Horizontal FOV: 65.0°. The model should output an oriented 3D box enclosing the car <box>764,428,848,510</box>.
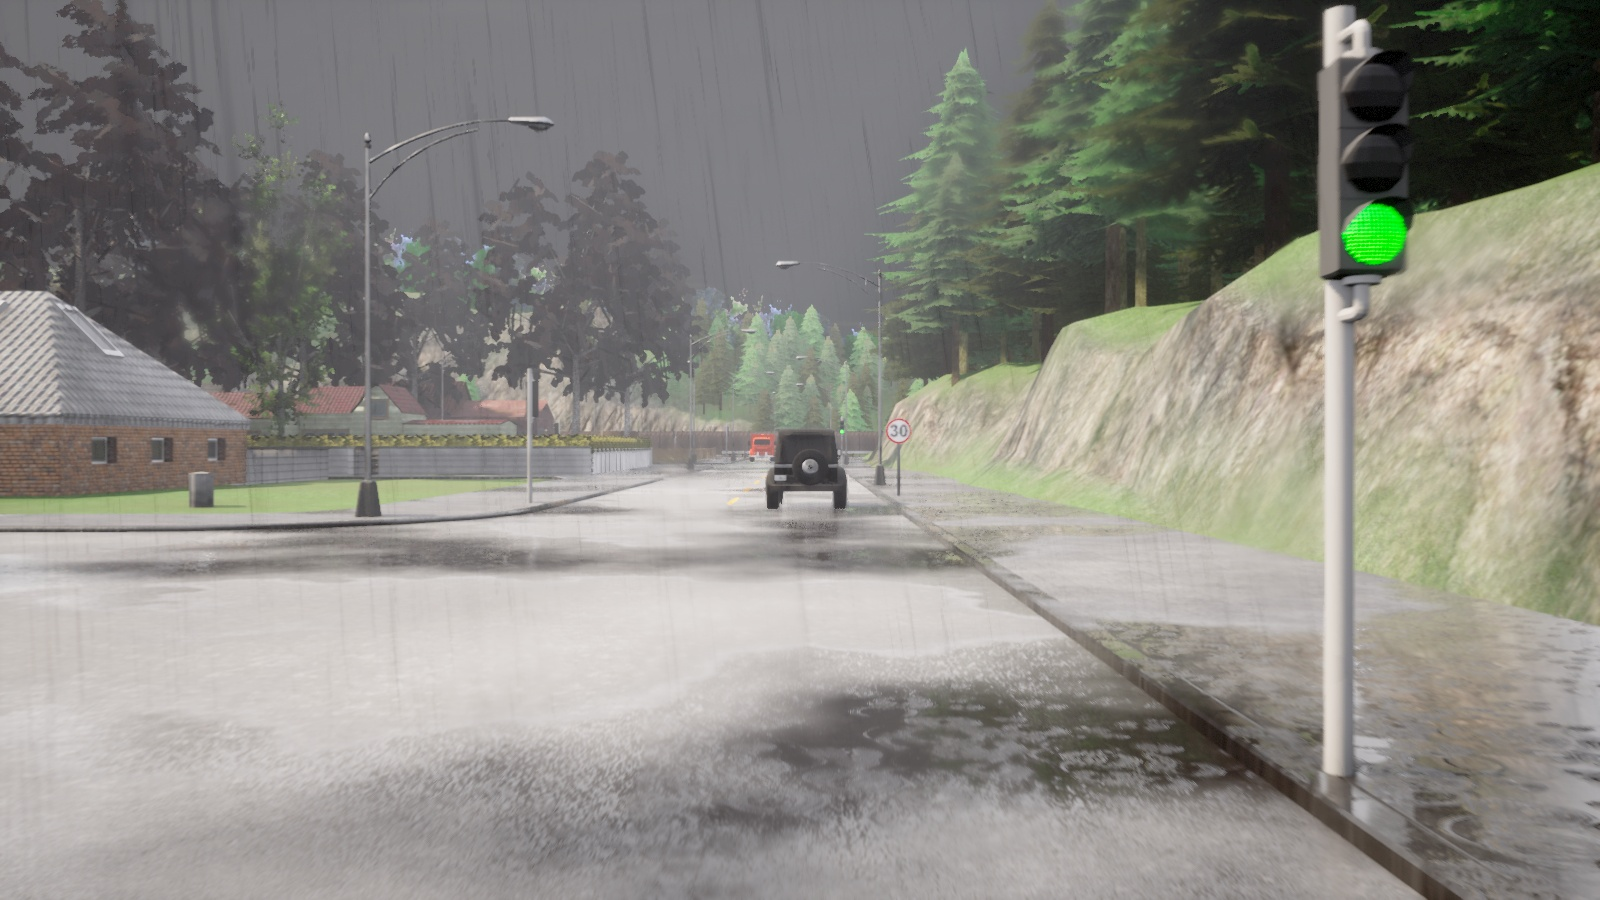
[{"bbox_3d":[0.177,0.420,30.547,1.905,1.878,3.866,0,0,1],"label":"car"}]
